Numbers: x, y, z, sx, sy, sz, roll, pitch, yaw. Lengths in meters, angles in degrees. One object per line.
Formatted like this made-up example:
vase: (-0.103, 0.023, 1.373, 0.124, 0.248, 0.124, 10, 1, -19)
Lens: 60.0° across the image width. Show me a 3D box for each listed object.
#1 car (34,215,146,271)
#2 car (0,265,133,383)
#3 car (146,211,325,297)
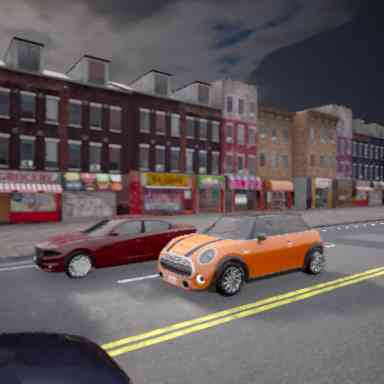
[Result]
car: (-2.084, 1.465, 10.185, 5.008, 1.535, 1.882, 0, 0, -36)
car: (-2.287, 1.567, 1.808, 4.181, 1.385, 1.994, 0, 0, -36)
car: (1.388, 1.334, 8.668, 4.553, 1.767, 2.097, 0, 0, -35)
